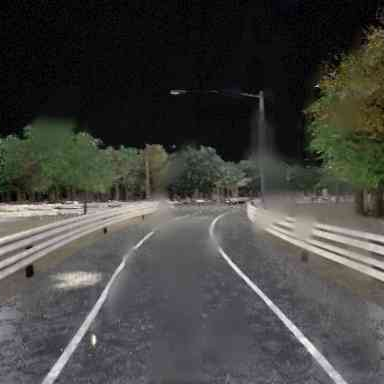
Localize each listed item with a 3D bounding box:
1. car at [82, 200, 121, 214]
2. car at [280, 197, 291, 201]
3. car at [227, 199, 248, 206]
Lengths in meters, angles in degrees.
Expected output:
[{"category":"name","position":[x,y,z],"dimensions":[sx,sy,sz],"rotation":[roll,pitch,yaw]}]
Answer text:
[{"category":"car","position":[-10.888,1.804,40.468],"dimensions":[1.837,1.490,4.892],"rotation":[-2,-1,41]},{"category":"car","position":[21.789,1.890,77.600],"dimensions":[1.837,1.490,4.892],"rotation":[-2,-1,41]},{"category":"car","position":[8.708,1.926,62.738],"dimensions":[1.895,1.301,4.718],"rotation":[-2,-1,41]}]
